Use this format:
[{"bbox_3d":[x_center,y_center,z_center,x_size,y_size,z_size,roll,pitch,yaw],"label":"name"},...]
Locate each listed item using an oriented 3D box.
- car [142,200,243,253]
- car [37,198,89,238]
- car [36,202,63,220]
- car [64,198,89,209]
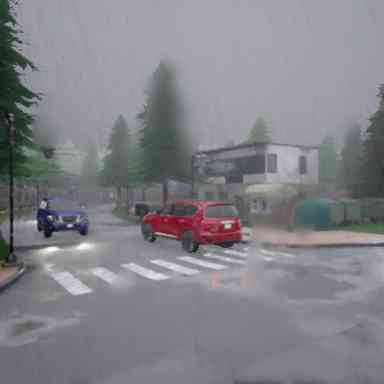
[{"bbox_3d":[-0.193,1.381,14.834,2.150,2.045,5.566,0,0,-36],"label":"car"},{"bbox_3d":[-7.653,1.375,19.429,2.150,2.045,5.566,0,0,-31],"label":"car"},{"bbox_3d":[-12.969,1.716,30.473,1.994,1.385,4.181,0,0,-20],"label":"car"},{"bbox_3d":[-16.841,1.694,48.843,2.033,1.411,5.357,0,0,-4],"label":"car"}]
